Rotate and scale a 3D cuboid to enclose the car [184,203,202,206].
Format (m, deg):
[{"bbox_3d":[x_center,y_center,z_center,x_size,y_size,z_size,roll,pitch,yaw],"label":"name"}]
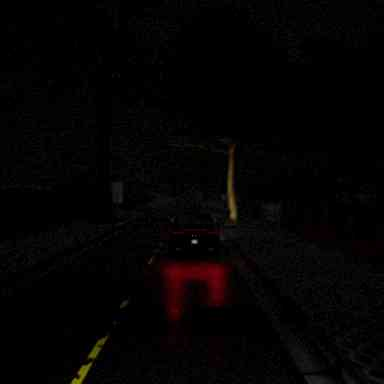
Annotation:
[{"bbox_3d":[0.071,1.621,27.299,1.882,1.535,5.008,0,0,0],"label":"car"}]

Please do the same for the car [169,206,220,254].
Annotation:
[{"bbox_3d":[0.084,1.567,13.986,1.882,1.535,5.008,0,0,0],"label":"car"}]
